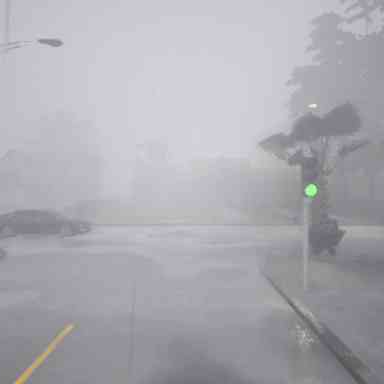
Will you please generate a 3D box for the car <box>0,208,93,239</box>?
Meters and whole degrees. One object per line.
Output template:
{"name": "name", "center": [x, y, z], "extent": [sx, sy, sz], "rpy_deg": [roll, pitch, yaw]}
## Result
{"name": "car", "center": [-7.754, 1.619, 17.527], "extent": [4.892, 1.490, 1.837], "rpy_deg": [0, 0, 0]}
